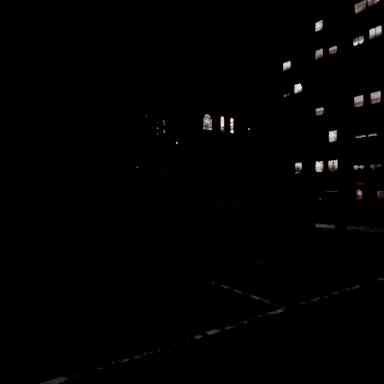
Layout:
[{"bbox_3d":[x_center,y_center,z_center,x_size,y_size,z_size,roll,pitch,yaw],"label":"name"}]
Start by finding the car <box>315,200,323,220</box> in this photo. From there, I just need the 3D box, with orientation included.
[{"bbox_3d":[9.239,1.757,29.882,1.882,1.535,5.008,0,-1,-36],"label":"car"}]

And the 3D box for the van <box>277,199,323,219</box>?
[{"bbox_3d":[10.486,1.634,32.536,1.690,1.788,3.998,-1,0,-36],"label":"van"}]
